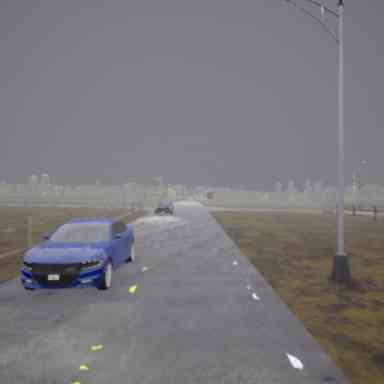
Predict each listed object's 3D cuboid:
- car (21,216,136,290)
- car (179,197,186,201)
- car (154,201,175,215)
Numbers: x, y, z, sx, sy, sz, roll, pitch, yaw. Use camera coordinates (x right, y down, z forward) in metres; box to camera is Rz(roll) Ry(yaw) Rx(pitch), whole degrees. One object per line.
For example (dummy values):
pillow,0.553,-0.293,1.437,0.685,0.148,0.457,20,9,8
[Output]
car,-2.834,1.485,9.322,1.882,1.535,5.008,0,0,0
car,-2.767,1.985,95.493,1.895,1.301,4.718,0,-1,0
car,-2.777,1.654,34.357,1.895,1.301,4.718,0,0,0
